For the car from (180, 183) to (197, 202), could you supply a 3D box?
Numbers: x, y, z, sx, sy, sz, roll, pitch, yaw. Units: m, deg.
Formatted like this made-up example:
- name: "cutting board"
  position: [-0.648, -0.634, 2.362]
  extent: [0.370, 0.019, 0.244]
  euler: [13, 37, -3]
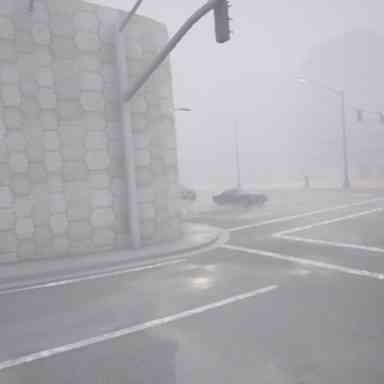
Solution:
- name: "car"
  position: [-1.802, 0.055, 34.315]
  extent: [2.150, 2.045, 5.566]
  euler: [-6, 4, -35]

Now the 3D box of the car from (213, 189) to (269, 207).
- name: "car"
  position: [3.783, 0.435, 26.492]
  extent: [1.895, 1.301, 4.718]
  euler: [-6, 4, -35]

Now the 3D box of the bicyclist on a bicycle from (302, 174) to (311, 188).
- name: "bicyclist on a bicycle"
  position: [13.922, -1.320, 40.532]
  extent: [1.656, 1.620, 0.582]
  euler: [-7, 4, -35]
